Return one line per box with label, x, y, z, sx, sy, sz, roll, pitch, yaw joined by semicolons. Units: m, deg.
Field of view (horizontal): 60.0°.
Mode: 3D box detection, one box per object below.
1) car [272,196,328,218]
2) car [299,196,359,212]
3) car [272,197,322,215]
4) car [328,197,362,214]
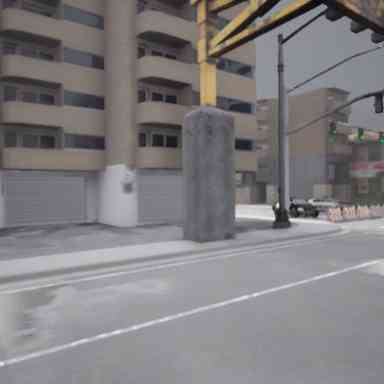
car;8.219;1.188;26.430;2.038;1.542;4.974;-1;0;-11
car;11.749;0.981;28.608;4.536;1.218;1.853;0;0;34
car;8.208;1.030;26.480;1.853;1.218;4.536;-1;0;-11
car;11.794;1.138;28.580;4.974;1.542;2.038;0;0;34
